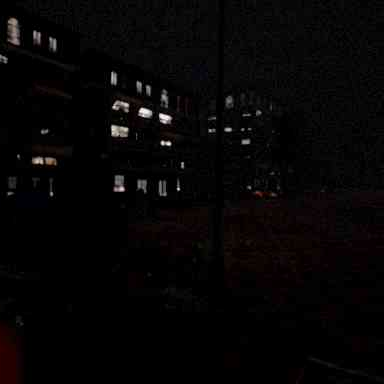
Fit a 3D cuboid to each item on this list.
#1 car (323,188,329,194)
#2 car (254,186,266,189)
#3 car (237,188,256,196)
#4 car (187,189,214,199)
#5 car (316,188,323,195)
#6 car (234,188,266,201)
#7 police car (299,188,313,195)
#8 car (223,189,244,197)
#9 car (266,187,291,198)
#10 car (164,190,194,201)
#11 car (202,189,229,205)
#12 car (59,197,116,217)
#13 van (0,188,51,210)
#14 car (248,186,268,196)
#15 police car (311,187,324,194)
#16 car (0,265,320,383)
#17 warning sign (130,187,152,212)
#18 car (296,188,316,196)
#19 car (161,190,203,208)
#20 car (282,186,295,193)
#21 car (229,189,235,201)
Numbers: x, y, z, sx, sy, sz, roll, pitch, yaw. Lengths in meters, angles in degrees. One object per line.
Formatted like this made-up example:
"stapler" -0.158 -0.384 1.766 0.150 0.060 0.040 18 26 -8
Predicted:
"car" 33.537 -0.268 83.843 1.967 1.590 4.097 3 2 34
"car" 12.164 0.109 57.537 2.097 1.767 4.553 2 2 34
"car" 10.754 0.053 65.511 1.752 1.417 4.829 3 2 34
"car" 1.381 0.340 51.888 2.008 1.369 4.403 3 2 34
"car" 27.222 0.017 74.670 2.008 1.369 4.403 3 2 34
"car" 8.285 0.544 47.142 2.008 1.369 4.403 3 2 34
"police car" 26.572 -0.186 77.278 1.930 1.638 5.238 2 2 32
"car" 7.694 0.178 61.065 1.947 1.339 4.313 3 2 34
"car" 14.695 0.339 56.458 1.752 1.417 4.829 3 2 34
"car" -1.775 0.443 47.300 1.947 1.339 4.313 3 3 34
"car" 1.972 0.721 37.965 2.008 1.369 4.403 3 2 34
"car" -7.497 1.005 24.202 1.947 1.339 4.313 3 2 34
"van" -14.395 0.576 28.940 1.690 1.788 3.998 3 3 34
"car" 14.013 -0.248 70.233 2.192 1.841 5.009 3 2 34
"police car" 32.363 -0.338 85.432 1.930 1.638 5.238 2 2 34
"car" -1.030 1.499 3.591 4.507 1.381 1.887 1 1 35
"warning sign" -3.878 0.564 25.295 1.300 1.860 1.060 1 0 35
"car" 24.067 0.104 70.083 2.008 1.369 4.403 3 2 34
"car" -1.184 0.804 33.376 1.887 1.381 4.507 3 2 34
"car" 23.480 -0.509 83.996 2.192 1.841 5.009 3 2 34
"car" 6.106 0.405 48.668 1.882 1.535 5.008 2 2 35
